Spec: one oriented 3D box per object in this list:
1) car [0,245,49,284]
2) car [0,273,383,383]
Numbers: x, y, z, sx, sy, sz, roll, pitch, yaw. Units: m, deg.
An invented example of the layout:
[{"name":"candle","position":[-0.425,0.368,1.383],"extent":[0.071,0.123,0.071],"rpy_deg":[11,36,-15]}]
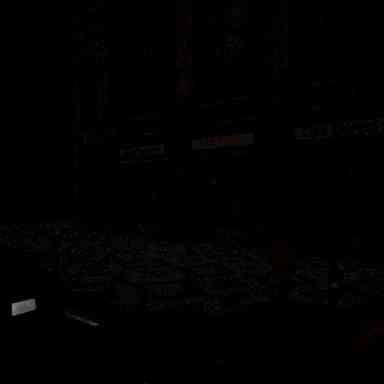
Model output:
[{"name":"car","position":[-3.937,1.577,5.662],"extent":[4.313,1.339,1.947],"rpy_deg":[0,-1,35]},{"name":"car","position":[0.644,1.546,2.398],"extent":[4.507,1.381,1.887],"rpy_deg":[0,-1,35]}]
